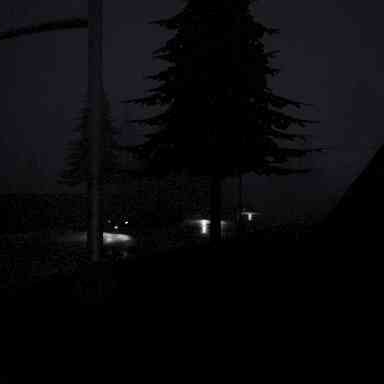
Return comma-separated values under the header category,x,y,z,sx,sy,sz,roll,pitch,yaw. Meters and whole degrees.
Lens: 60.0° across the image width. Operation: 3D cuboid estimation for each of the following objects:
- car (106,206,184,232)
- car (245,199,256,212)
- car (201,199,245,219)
category,x,y,z,sx,sy,sz,roll,pitch,yaw
car,-2.648,1.547,20.392,2.033,1.411,5.357,0,0,35
car,6.439,1.547,38.998,2.033,1.411,5.357,0,0,16
car,2.671,1.547,29.261,2.033,1.411,5.357,0,0,26
